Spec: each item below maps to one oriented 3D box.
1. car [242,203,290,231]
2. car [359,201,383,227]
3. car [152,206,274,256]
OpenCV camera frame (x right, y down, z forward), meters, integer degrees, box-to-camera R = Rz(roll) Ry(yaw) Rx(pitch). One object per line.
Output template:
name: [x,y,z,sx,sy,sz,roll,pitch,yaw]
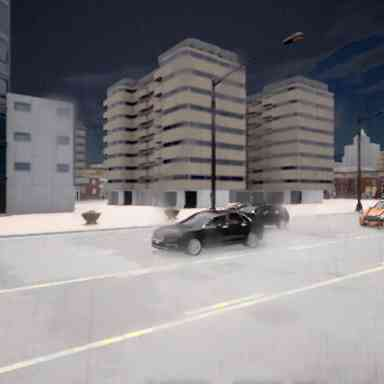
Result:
car: [3.650,1.409,19.301,4.892,1.490,1.837,0,0,-35]
car: [12.829,1.349,21.617,4.553,1.767,2.097,0,0,-36]
car: [0.766,1.497,13.098,4.892,1.490,1.837,0,0,-35]
